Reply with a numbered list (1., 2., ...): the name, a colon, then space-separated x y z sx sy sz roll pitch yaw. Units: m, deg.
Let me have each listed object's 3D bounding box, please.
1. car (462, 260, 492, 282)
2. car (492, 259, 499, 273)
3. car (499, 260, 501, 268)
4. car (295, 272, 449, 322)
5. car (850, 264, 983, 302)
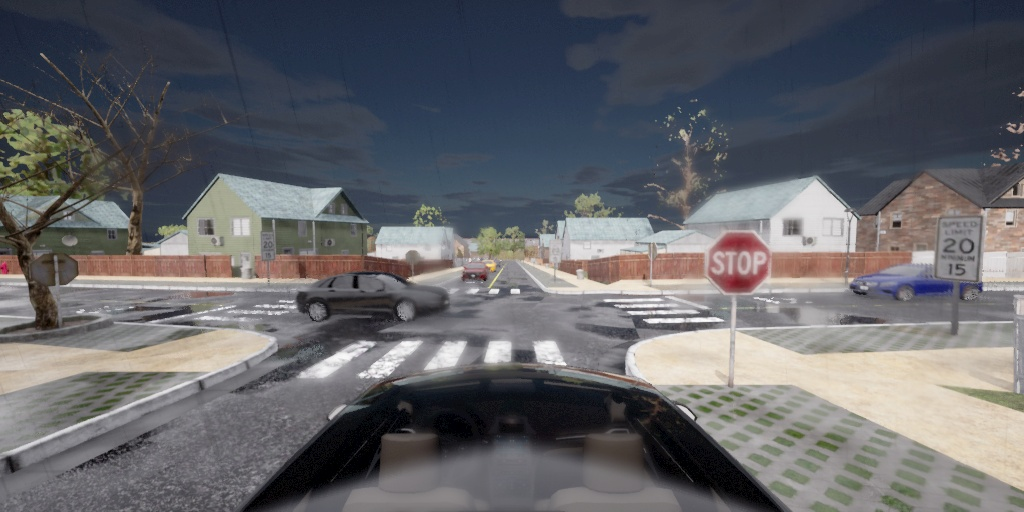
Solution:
1. car: -2.906 1.221 29.238 1.882 1.535 5.008 0 0 0
2. car: -2.931 1.233 43.269 1.882 1.535 5.008 0 0 0
3. car: -2.877 1.296 62.456 2.128 1.511 4.902 0 0 0
4. car: -4.513 1.270 11.774 4.892 1.490 1.837 -1 2 7
5. car: 17.210 1.086 15.298 4.674 1.442 1.812 0 3 -4
